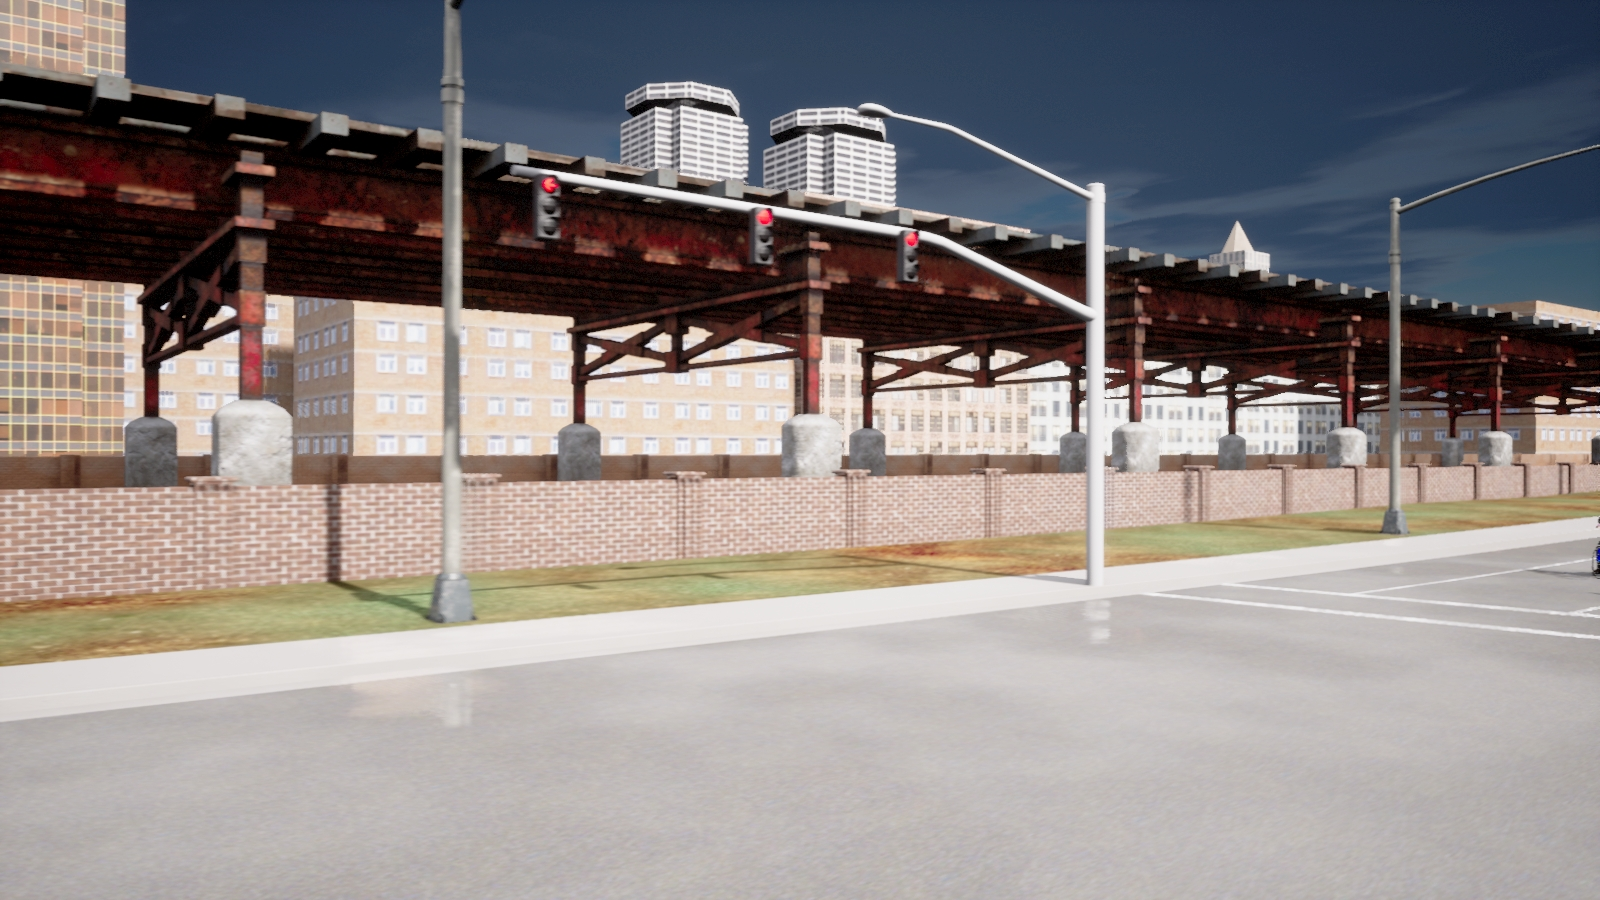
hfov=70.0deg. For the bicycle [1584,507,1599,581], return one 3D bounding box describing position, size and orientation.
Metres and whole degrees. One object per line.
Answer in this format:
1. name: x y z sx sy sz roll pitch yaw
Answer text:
1. bicycle: 17.367 1.973 24.470 1.835 1.496 0.329 0 0 -35
